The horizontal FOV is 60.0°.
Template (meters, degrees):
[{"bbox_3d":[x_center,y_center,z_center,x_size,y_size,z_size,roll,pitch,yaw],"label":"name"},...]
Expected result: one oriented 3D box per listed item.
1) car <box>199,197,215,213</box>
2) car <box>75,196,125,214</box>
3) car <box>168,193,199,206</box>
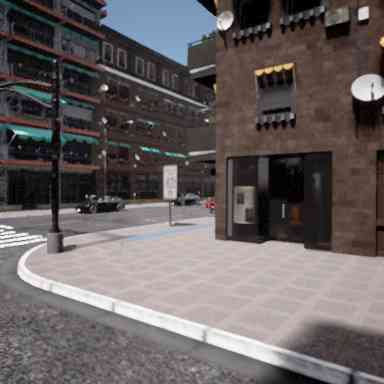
[{"bbox_3d":[2.829,0.949,26.931,1.887,1.381,4.507,2,2,35],"label":"car"},{"bbox_3d":[-7.426,0.986,27.288,1.947,1.339,4.313,2,2,35],"label":"car"},{"bbox_3d":[-0.791,0.804,36.466,1.947,1.339,4.313,2,2,35],"label":"car"}]
